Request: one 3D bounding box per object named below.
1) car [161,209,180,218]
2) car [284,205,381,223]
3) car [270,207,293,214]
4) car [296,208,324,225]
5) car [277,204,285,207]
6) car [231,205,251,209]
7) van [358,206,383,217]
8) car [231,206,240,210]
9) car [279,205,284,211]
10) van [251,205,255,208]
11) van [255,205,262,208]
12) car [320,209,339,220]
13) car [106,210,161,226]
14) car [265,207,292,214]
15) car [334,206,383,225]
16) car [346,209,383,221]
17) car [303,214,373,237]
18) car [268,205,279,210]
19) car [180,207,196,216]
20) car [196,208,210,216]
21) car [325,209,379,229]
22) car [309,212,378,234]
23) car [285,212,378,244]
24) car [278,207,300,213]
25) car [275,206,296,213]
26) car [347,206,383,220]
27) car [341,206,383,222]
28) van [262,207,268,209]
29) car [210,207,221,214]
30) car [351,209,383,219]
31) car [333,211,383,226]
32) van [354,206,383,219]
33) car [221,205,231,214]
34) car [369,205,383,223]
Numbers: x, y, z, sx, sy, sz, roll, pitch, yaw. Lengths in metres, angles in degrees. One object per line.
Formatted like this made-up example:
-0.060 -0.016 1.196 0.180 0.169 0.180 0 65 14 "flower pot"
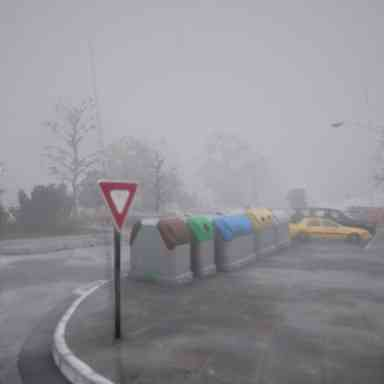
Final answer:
-4.210 2.652 35.461 4.892 1.521 2.231 0 -2 12 "car"
9.663 2.178 23.401 5.566 2.045 2.435 1 -2 12 "car"
20.014 4.067 74.401 4.892 1.521 2.231 0 -2 12 "car"
13.891 2.812 39.078 2.097 1.767 4.553 0 -2 32 "car"
16.868 3.631 69.359 5.566 2.045 2.435 0 -2 12 "car"
5.867 2.989 51.679 5.566 2.045 2.435 0 -2 12 "car"
33.433 3.595 61.684 4.442 1.987 1.878 1 -1 12 "van"
4.321 3.188 49.143 4.674 1.452 2.002 0 -2 12 "car"
15.356 3.820 66.818 4.792 1.488 2.163 0 -2 12 "car"
7.584 3.105 54.177 4.442 1.987 1.878 0 -2 12 "van"
9.155 3.197 56.704 4.442 1.987 1.878 -1 -2 12 "van"
20.906 3.374 50.360 1.837 1.490 4.892 0 -2 32 "car"
-6.017 2.547 32.590 4.892 1.521 2.231 0 -3 12 "car"
18.640 3.970 71.842 5.366 1.575 1.946 0 -2 12 "car"
20.805 2.834 41.254 5.566 2.045 2.435 1 -1 12 "car"
25.599 3.362 48.892 5.008 1.535 2.097 1 -1 12 "car"
11.234 2.569 25.944 4.674 1.452 2.002 1 -1 12 "car"
13.727 3.728 64.297 4.792 1.488 2.163 -1 -2 12 "car"
-2.601 2.754 38.374 5.366 1.575 1.946 0 -2 12 "car"
-0.594 2.890 41.215 4.792 1.488 2.163 0 -2 12 "car"
16.022 2.684 33.618 4.553 1.767 2.185 1 -2 12 "car"
12.849 2.625 28.503 5.008 1.535 2.097 1 -1 12 "car"
8.202 2.321 20.798 5.366 1.575 1.946 1 -2 12 "car"
23.088 4.250 79.473 5.008 1.535 2.097 0 -2 11 "car"
21.581 4.032 76.936 4.553 1.767 2.185 0 -2 11 "car"
27.220 3.204 51.447 5.566 2.045 2.435 1 -2 12 "car"
24.042 3.019 46.352 5.566 2.045 2.435 1 -2 12 "car"
10.727 3.288 59.233 4.442 1.987 1.878 0 -2 12 "van"
1.144 2.839 44.106 4.553 1.767 2.185 0 -2 12 "car"
28.778 3.546 53.990 5.008 1.535 2.097 1 -1 12 "car"
19.208 3.023 38.701 4.792 1.488 2.163 1 -1 12 "car"
30.256 3.411 56.568 4.442 1.987 1.878 1 -1 12 "van"
2.778 2.930 46.610 4.553 1.767 2.185 0 -2 12 "car"
17.621 2.650 36.155 5.566 2.045 2.435 1 -1 12 "car"
